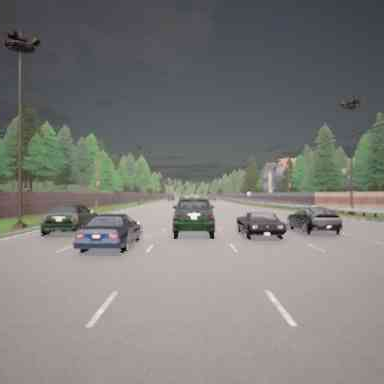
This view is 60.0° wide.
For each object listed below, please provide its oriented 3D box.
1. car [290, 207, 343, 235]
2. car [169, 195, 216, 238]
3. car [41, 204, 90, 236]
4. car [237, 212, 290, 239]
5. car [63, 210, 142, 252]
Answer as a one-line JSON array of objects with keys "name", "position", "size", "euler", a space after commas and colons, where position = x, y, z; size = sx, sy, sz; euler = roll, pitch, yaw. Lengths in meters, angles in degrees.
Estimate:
[{"name": "car", "position": [7.092, 1.629, 19.645], "size": [2.128, 1.511, 4.902], "euler": [0, 0, 0]}, {"name": "car", "position": [0.093, 1.352, 18.749], "size": [2.150, 2.045, 5.566], "euler": [0, 0, 0]}, {"name": "car", "position": [-6.907, 1.487, 19.378], "size": [2.097, 1.767, 4.553], "euler": [0, 0, 0]}, {"name": "car", "position": [3.593, 1.727, 18.097], "size": [1.895, 1.301, 4.718], "euler": [0, 0, 0]}, {"name": "car", "position": [-3.406, 1.647, 14.317], "size": [2.033, 1.411, 5.357], "euler": [0, 0, 0]}]
